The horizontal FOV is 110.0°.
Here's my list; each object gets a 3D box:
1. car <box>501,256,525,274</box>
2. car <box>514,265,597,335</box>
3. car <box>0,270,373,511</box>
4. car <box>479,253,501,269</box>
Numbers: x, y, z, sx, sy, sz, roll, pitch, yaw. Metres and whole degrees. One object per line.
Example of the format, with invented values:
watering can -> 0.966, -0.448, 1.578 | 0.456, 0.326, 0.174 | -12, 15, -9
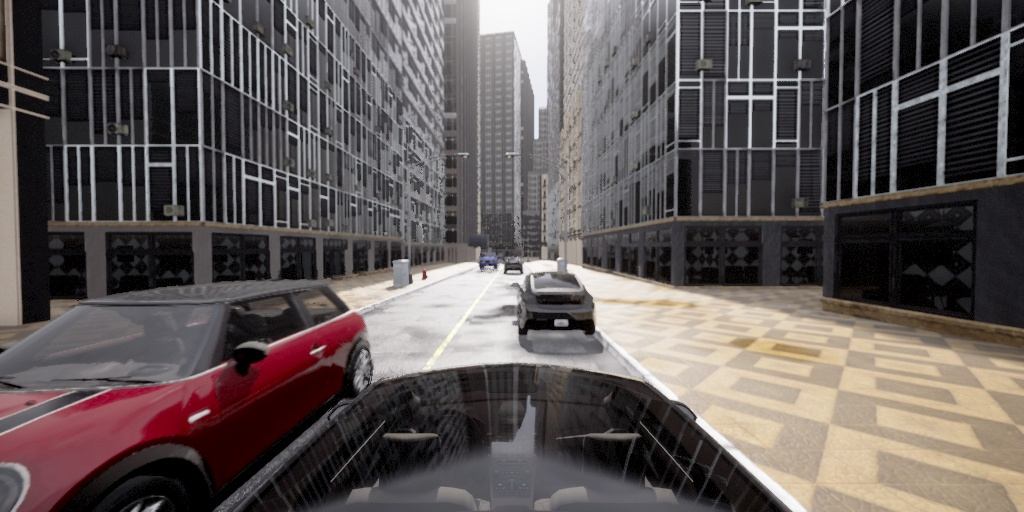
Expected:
car -> 0.157, 0.963, 35.969 | 1.837, 1.490, 4.892 | 0, 1, 0
car -> 1.073, 1.181, 10.180 | 1.837, 1.490, 4.892 | 0, 0, 0
car -> -3.096, 1.087, 3.347 | 2.097, 1.767, 4.553 | 0, 1, 0
car -> -2.978, 0.596, 46.056 | 2.150, 2.045, 5.566 | 0, 1, 0
